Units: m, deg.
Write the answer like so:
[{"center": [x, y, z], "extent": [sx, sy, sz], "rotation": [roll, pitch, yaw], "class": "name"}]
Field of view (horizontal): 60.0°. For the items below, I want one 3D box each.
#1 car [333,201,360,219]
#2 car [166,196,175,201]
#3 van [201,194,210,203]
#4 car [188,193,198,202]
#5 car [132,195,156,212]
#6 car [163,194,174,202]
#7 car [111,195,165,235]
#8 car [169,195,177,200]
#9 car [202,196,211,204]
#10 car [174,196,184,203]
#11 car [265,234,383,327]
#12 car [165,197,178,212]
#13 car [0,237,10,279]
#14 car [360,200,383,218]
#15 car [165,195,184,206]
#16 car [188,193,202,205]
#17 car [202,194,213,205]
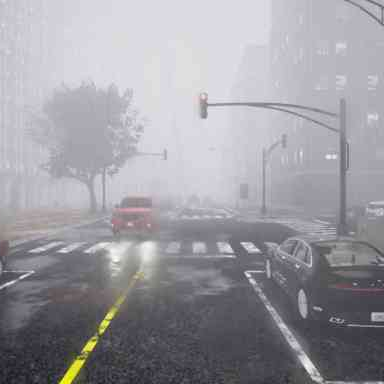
[{"center": [13.500, 1.350, 26.316], "extent": [4.403, 1.369, 2.008], "rotation": [-1, 1, 0], "class": "car"}, {"center": [-5.453, 1.632, 83.536], "extent": [2.008, 1.369, 4.403], "rotation": [0, 0, 0], "class": "car"}, {"center": [2.896, 1.402, 72.466], "extent": [1.690, 1.788, 3.998], "rotation": [0, 0, 0], "class": "van"}, {"center": [0.226, 1.298, 78.892], "extent": [2.150, 2.045, 5.566], "rotation": [0, 0, 0], "class": "car"}, {"center": [-5.580, 1.336, 39.353], "extent": [2.192, 1.841, 5.009], "rotation": [0, 0, 0], "class": "car"}, {"center": [-5.469, 1.386, 78.013], "extent": [2.192, 1.841, 5.009], "rotation": [0, 0, 0], "class": "car"}, {"center": [-3.047, 1.226, 19.138], "extent": [2.150, 2.045, 5.566], "rotation": [0, 0, 0], "class": "car"}, {"center": [-5.421, 1.654, 94.582], "extent": [2.008, 1.369, 4.403], "rotation": [0, 0, 0], "class": "car"}, {"center": [2.881, 1.578, 67.113], "extent": [1.752, 1.417, 4.829], "rotation": [0, 0, 0], "class": "car"}, {"center": [-2.794, 1.586, 71.815], "extent": [2.033, 1.411, 5.357], "rotation": [0, 0, 0], "class": "car"}, {"center": [2.707, 1.551, 6.941], "extent": [2.008, 1.369, 4.403], "rotation": [0, 0, 0], "class": "car"}, {"center": [-2.990, 1.584, 38.659], "extent": [1.994, 1.385, 4.181], "rotation": [0, 0, 0], "class": "car"}, {"center": [-5.673, 1.545, 6.965], "extent": [1.887, 1.381, 4.507], "rotation": [0, 0, 0], "class": "car"}, {"center": [15.503, 0.994, 23.752], "extent": [5.566, 2.045, 2.150], "rotation": [-1, 0, 0], "class": "car"}, {"center": [-2.928, 1.586, 56.103], "extent": [2.033, 1.411, 5.357], "rotation": [0, 0, 0], "class": "car"}, {"center": [0.272, 1.394, 59.753], "extent": [2.097, 1.767, 4.553], "rotation": [0, 0, 0], "class": "car"}, {"center": [2.865, 1.611, 61.420], "extent": [1.947, 1.339, 4.313], "rotation": [0, 0, 0], "class": "car"}]
